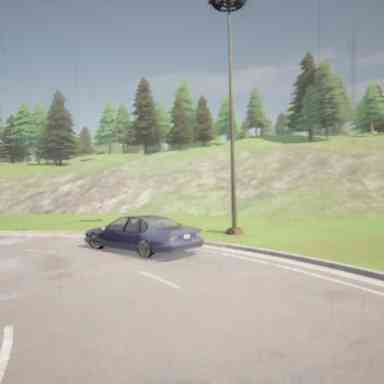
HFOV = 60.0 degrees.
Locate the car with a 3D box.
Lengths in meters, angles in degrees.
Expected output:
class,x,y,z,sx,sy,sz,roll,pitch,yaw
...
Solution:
class,x,y,z,sx,sy,sz,roll,pitch,yaw
car,-2.049,1.593,12.863,5.357,1.411,2.033,-1,0,42
